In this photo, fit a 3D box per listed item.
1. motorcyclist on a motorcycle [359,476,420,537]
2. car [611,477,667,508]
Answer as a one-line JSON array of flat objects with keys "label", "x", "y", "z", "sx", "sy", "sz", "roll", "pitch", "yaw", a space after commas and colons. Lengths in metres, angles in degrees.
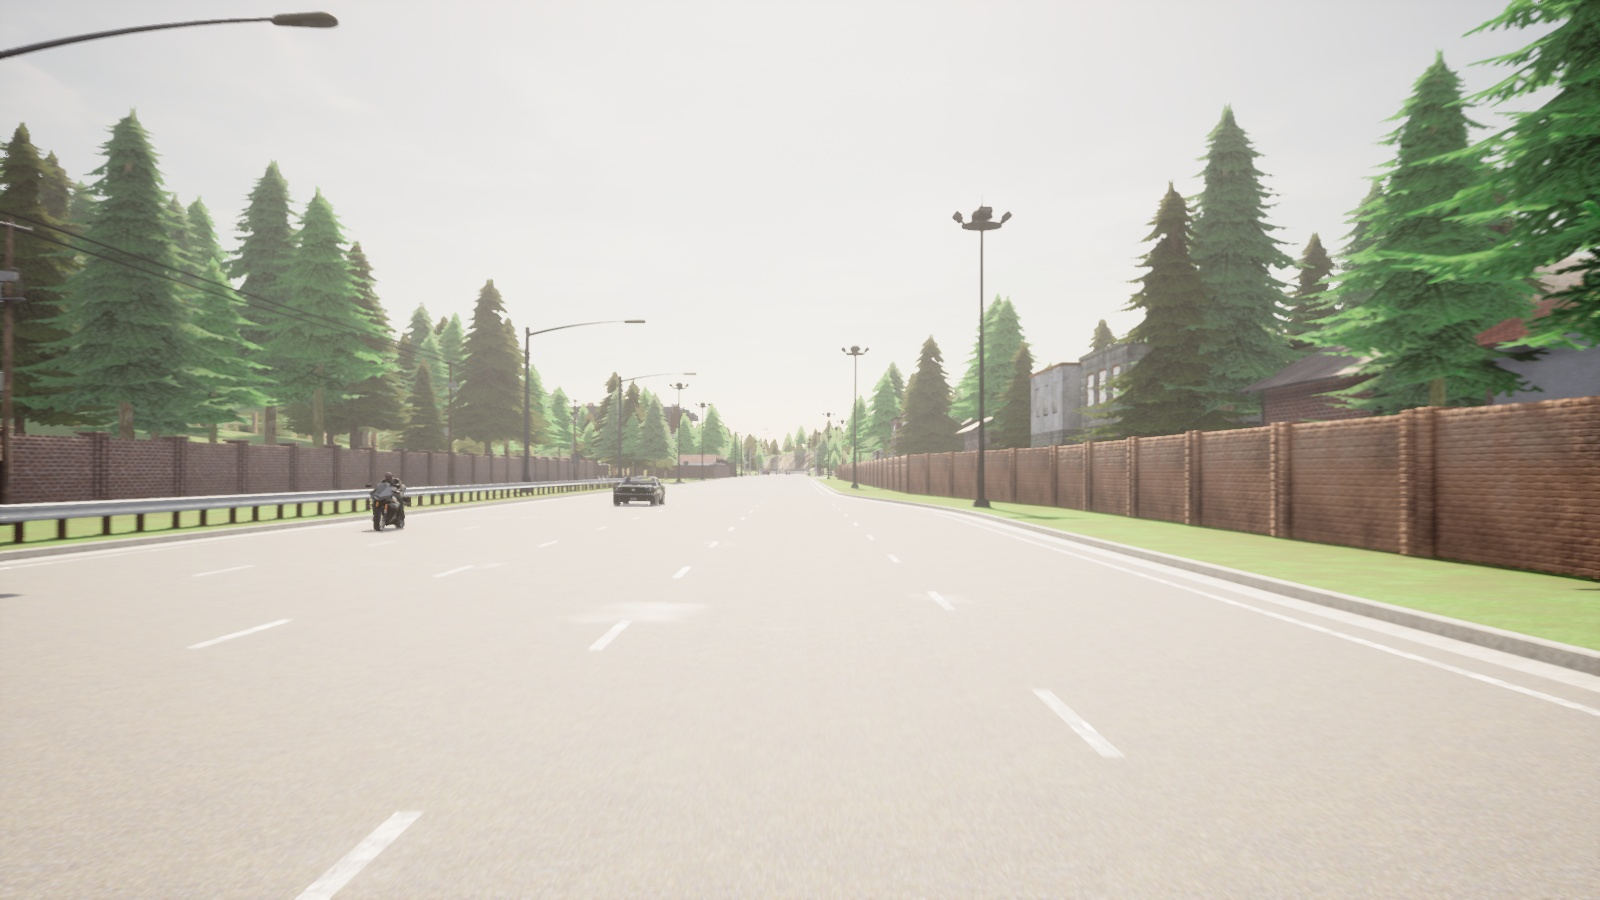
[{"label": "motorcyclist on a motorcycle", "x": -10.579, "y": 1.433, "z": 32.430, "sx": 0.866, "sy": 1.530, "sz": 2.191, "roll": 0, "pitch": -1, "yaw": 0}, {"label": "car", "x": -7.136, "y": 1.878, "z": 56.020, "sx": 1.895, "sy": 1.301, "sz": 4.718, "roll": 0, "pitch": -1, "yaw": 0}]
